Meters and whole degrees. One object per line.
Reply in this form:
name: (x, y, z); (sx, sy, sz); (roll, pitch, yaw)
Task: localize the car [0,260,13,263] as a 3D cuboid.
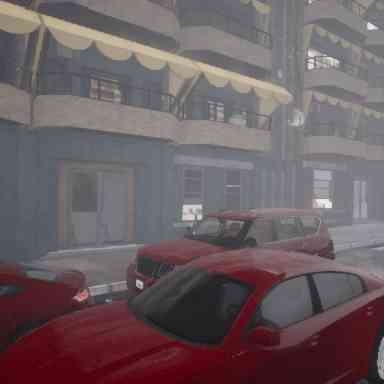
car: (-3.374, 1.582, 4.137); (4.206, 1.307, 1.802); (0, 1, -35)

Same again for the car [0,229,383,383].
car: (0.579, 1.479, 3.793); (5.008, 1.535, 1.882); (0, 0, -36)

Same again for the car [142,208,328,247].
car: (1.124, 1.318, 7.341); (5.009, 1.841, 2.192); (0, 1, -35)
